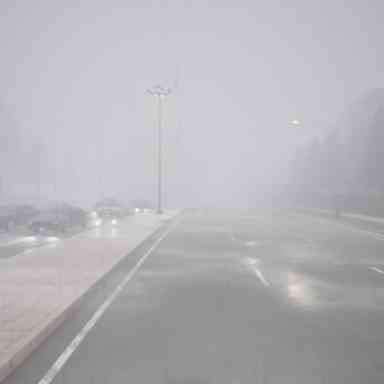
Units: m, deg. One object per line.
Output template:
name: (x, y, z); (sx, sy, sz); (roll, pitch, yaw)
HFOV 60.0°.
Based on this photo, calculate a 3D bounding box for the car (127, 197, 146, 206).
car: (-9.443, 1.549, 57.126); (2.033, 1.411, 5.357); (0, 0, 3)

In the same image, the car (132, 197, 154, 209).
car: (-6.476, 1.565, 45.636); (1.994, 1.385, 4.181); (0, 0, 4)

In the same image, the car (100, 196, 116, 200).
car: (-10.272, 1.353, 40.105); (2.097, 1.767, 4.553); (0, 0, 3)

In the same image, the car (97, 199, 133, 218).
car: (-7.181, 1.602, 30.805); (1.895, 1.301, 4.718); (0, 0, 3)

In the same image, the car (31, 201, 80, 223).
car: (-10.829, 1.528, 26.775); (1.812, 1.442, 4.674); (0, 0, 3)

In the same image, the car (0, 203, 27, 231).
car: (-11.154, 1.479, 20.657); (1.882, 1.535, 5.008); (0, 0, 2)

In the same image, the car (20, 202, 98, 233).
car: (-7.677, 1.549, 19.889); (2.033, 1.411, 5.357); (0, 0, 3)
